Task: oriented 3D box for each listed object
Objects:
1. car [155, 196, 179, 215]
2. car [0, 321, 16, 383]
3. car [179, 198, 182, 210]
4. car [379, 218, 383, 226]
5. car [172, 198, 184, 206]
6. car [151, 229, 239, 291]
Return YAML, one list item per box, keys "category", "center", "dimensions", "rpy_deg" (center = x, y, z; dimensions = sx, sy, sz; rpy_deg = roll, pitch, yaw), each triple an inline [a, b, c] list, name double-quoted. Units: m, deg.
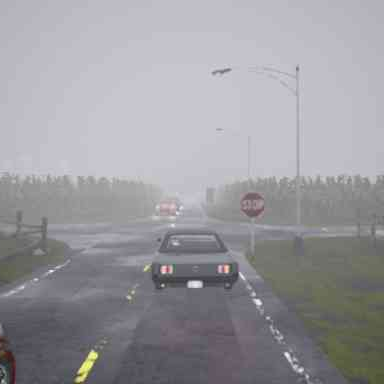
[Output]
- category: "car"
  center: [-2.873, 1.646, 37.264]
  dimensions: [2.097, 1.767, 4.553]
  rpy_deg: [0, 0, 0]
- category: "car"
  center: [-2.828, 1.580, 1.766]
  dimensions: [1.994, 1.385, 4.181]
  rpy_deg: [0, 0, 0]
- category: "car"
  center: [-2.875, 1.588, 46.960]
  dimensions: [2.150, 2.045, 5.566]
  rpy_deg: [0, 0, 0]
- category: "car"
  center: [15.304, 1.874, 22.960]
  dimensions: [4.181, 1.385, 1.994]
  rpy_deg: [0, -1, 1]
- category: "car"
  center: [-2.807, 2.004, 67.468]
  dimensions: [2.128, 1.511, 4.902]
  rpy_deg: [0, 0, 0]
- category: "car"
  center: [-0.031, 1.677, 9.237]
  dimensions: [1.895, 1.301, 4.718]
  rpy_deg: [0, 0, -3]
